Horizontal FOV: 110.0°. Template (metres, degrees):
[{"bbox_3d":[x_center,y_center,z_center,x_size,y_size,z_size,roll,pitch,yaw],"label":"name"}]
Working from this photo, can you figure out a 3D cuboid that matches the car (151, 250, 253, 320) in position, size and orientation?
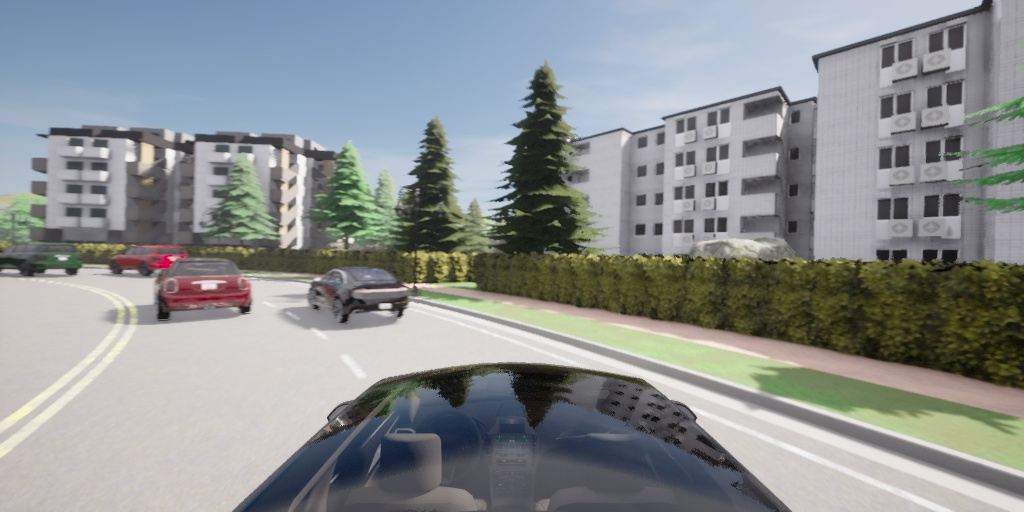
[{"bbox_3d":[-9.964,0.831,11.498,4.553,1.767,2.097,2,0,44],"label":"car"}]

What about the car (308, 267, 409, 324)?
[{"bbox_3d":[-5.012,1.094,11.443,2.128,1.511,4.902,1,0,-42],"label":"car"}]

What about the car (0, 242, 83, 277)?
[{"bbox_3d":[-29.937,0.176,22.531,5.566,2.045,2.150,1,0,15],"label":"car"}]

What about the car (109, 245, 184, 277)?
[{"bbox_3d":[-24.797,0.300,24.581,5.566,2.045,2.150,1,0,20],"label":"car"}]
